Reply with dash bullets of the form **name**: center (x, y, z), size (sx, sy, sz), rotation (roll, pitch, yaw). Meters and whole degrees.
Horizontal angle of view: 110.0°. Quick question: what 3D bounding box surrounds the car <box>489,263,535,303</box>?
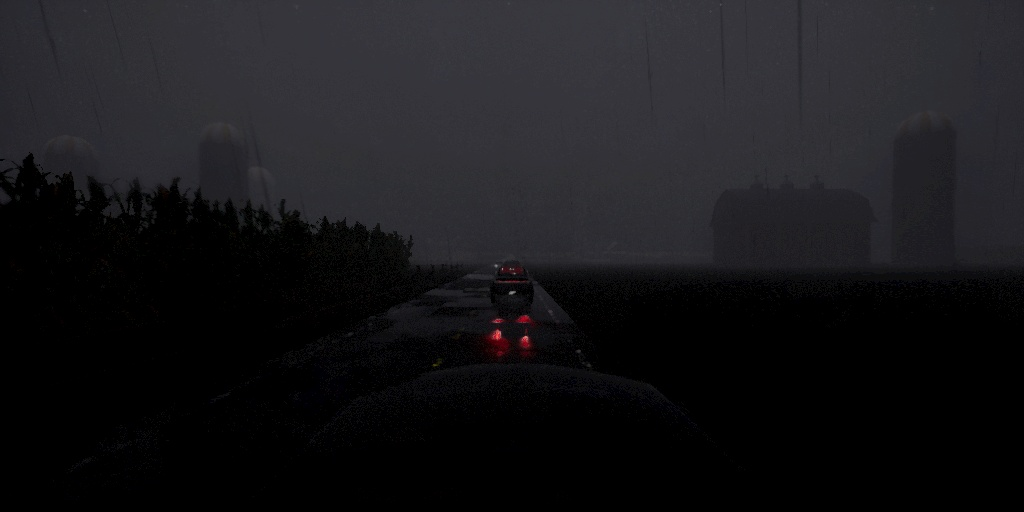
- **car**: center (0.000, 1.238, 16.503), size (2.128, 1.511, 4.902), rotation (0, 0, 0)

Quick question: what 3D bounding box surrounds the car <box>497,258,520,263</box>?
- **car**: center (0.000, 1.098, 31.475), size (2.097, 1.767, 4.553), rotation (0, 0, 0)
